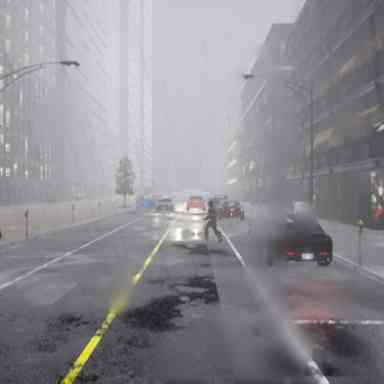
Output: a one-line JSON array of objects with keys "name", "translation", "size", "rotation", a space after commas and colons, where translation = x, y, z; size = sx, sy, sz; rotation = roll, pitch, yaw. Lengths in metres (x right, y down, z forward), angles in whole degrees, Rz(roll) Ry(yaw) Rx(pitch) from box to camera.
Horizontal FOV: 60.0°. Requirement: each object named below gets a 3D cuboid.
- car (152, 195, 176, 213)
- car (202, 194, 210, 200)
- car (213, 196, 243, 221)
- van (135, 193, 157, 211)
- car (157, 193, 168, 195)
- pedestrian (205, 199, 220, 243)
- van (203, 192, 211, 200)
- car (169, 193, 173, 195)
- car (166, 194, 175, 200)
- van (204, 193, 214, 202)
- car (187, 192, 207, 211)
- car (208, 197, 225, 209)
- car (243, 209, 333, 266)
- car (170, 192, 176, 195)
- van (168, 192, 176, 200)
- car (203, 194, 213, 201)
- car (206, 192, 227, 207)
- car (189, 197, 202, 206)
[{"name": "car", "translation": [-2.759, 1.348, 35.171], "size": [1.837, 1.490, 4.892], "rotation": [0, 0, 1]}, {"name": "car", "translation": [3.490, 1.169, 82.642], "size": [1.802, 1.307, 4.206], "rotation": [1, 0, 1]}, {"name": "car", "translation": [2.949, 1.326, 26.179], "size": [1.967, 1.590, 4.097], "rotation": [1, 0, 1]}, {"name": "van", "translation": [-5.322, 1.173, 37.528], "size": [1.690, 1.788, 3.998], "rotation": [1, 0, 1]}, {"name": "car", "translation": [-5.213, 1.090, 48.820], "size": [2.192, 1.841, 5.009], "rotation": [1, 0, 1]}, {"name": "pedestrian", "translation": [0.864, 1.233, 14.269], "size": [0.375, 1.860, 0.375], "rotation": [1, 0, 1]}, {"name": "van", "translation": [3.438, 0.962, 76.994], "size": [1.690, 1.788, 3.998], "rotation": [1, 0, 1]}, {"name": "car", "translation": [-5.107, 1.280, 60.114], "size": [1.947, 1.339, 4.313], "rotation": [1, 0, 1]}, {"name": "car", "translation": [-4.945, 1.202, 77.051], "size": [1.802, 1.307, 4.206], "rotation": [1, 0, 1]}, {"name": "van", "translation": [3.330, 1.025, 65.702], "size": [1.690, 1.788, 3.998], "rotation": [1, 0, 1]}, {"name": "car", "translation": [0.453, 1.179, 38.672], "size": [2.097, 1.767, 4.553], "rotation": [0, 0, 0]}, {"name": "car", "translation": [3.111, 1.349, 43.119], "size": [1.887, 1.381, 4.507], "rotation": [1, 0, 1]}, {"name": "car", "translation": [3.108, 1.458, 11.295], "size": [1.837, 1.490, 4.892], "rotation": [0, 0, 1]}, {"name": "car", "translation": [-4.999, 1.203, 71.405], "size": [2.008, 1.369, 4.403], "rotation": [1, 0, 1]}, {"name": "van", "translation": [-4.888, 0.928, 82.696], "size": [1.690, 1.788, 3.998], "rotation": [1, 0, 1]}, {"name": "car", "translation": [3.382, 1.203, 71.350], "size": [2.008, 1.369, 4.403], "rotation": [1, 0, 1]}, {"name": "car", "translation": [3.059, 1.148, 37.469], "size": [2.192, 1.841, 5.009], "rotation": [1, 0, 1]}, {"name": "car", "translation": [0.498, 1.372, 49.471], "size": [1.895, 1.301, 4.718], "rotation": [0, 0, 1]}]
